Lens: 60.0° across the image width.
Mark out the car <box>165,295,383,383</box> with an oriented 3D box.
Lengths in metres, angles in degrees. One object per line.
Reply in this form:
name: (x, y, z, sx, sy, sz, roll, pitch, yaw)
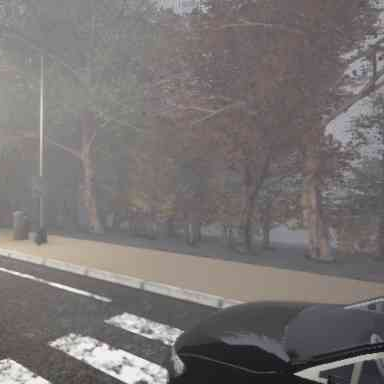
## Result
car: (1.993, 1.495, 2.264, 4.902, 1.511, 2.128, 1, 0, 35)
